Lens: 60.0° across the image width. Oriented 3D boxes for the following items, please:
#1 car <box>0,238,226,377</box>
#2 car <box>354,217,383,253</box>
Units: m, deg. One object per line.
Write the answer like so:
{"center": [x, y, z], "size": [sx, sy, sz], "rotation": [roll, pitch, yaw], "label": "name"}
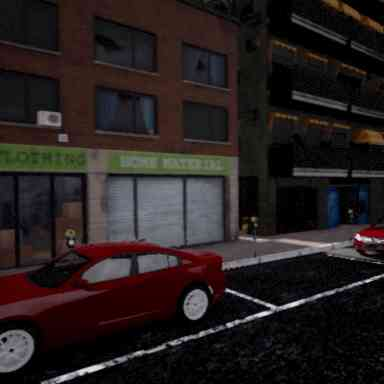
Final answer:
{"center": [-1.471, 1.530, 5.519], "size": [4.507, 1.381, 1.887], "rotation": [-1, 0, -35], "label": "car"}
{"center": [7.523, 1.478, 11.933], "size": [4.206, 1.307, 1.802], "rotation": [-1, 0, -35], "label": "car"}
